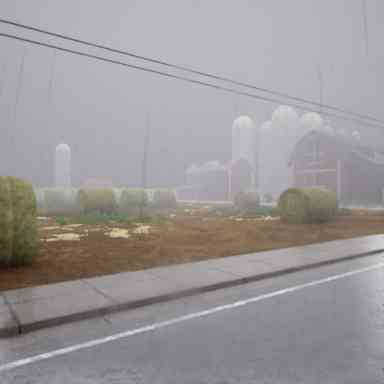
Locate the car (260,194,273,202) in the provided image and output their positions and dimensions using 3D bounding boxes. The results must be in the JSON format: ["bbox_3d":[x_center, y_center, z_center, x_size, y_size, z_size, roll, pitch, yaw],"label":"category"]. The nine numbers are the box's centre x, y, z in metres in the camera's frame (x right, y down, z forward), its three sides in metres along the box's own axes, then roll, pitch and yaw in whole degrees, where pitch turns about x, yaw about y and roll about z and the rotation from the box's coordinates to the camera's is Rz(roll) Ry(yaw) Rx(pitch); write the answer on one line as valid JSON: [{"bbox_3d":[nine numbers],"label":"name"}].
[{"bbox_3d":[15.651,1.358,72.766,3.866,1.878,1.905,-2,5,10],"label":"car"}]
